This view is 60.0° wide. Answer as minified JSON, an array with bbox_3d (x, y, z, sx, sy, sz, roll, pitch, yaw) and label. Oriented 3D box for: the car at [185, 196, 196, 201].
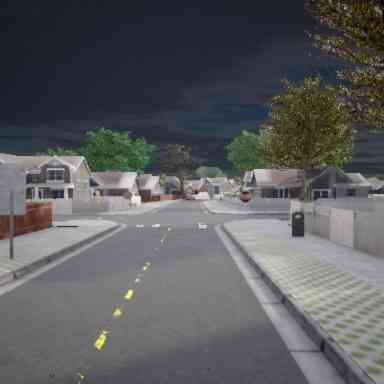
[{"bbox_3d":[-0.397,1.613,80.761,1.895,1.301,4.718,0,0,11],"label":"car"}]
